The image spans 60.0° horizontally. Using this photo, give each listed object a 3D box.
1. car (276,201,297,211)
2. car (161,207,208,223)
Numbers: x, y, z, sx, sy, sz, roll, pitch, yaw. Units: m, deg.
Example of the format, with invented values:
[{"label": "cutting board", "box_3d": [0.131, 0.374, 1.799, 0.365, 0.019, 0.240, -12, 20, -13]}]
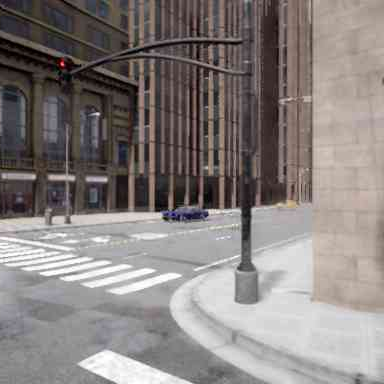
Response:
[{"label": "car", "box_3d": [14.271, 2.057, 50.128, 1.882, 1.535, 5.008, 0, 0, 36]}, {"label": "car", "box_3d": [-0.576, 1.967, 29.338, 1.895, 1.301, 4.718, 0, 0, 36]}]
